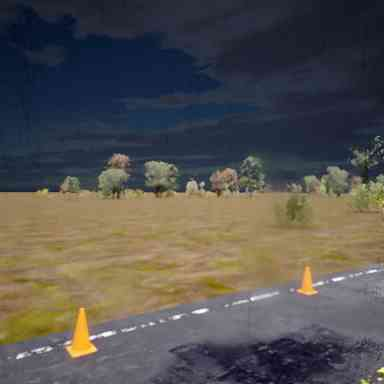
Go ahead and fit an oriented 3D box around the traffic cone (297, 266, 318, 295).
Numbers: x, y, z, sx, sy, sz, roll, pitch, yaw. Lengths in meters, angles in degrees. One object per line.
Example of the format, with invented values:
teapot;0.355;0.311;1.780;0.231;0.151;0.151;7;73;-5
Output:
traffic cone;2.633;1.981;7.571;0.340;0.580;0.340;0;0;-33

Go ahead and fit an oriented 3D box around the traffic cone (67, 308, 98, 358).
traffic cone;-1.560;1.951;4.728;0.340;0.580;0.340;0;0;-35
